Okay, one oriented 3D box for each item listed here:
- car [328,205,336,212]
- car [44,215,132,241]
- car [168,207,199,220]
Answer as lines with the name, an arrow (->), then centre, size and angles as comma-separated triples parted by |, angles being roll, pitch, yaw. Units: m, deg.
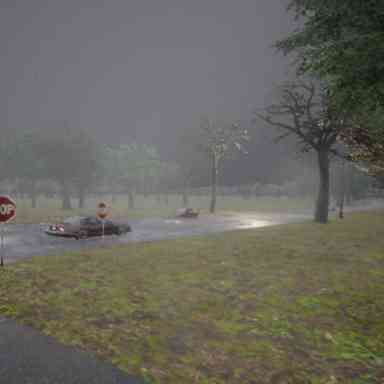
car -> 34.658, 4.149, 83.294 | 2.033, 1.411, 5.357 | 1, -1, 36
car -> -6.217, 2.139, 20.563 | 2.033, 1.411, 5.357 | 1, -1, 36
car -> -0.917, 2.585, 39.904 | 1.812, 1.442, 4.674 | 1, 0, 36
